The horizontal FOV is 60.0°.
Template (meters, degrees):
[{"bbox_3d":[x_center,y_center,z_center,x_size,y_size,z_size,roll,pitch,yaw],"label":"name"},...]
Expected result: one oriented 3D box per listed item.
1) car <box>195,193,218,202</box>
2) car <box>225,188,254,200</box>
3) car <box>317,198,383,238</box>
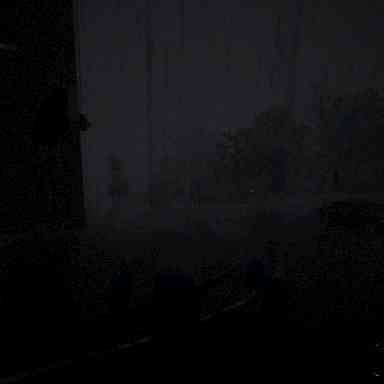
[{"bbox_3d":[2.175,0.808,51.495,1.994,1.385,4.181,-4,-2,-33],"label":"car"},{"bbox_3d":[7.069,0.285,49.880,1.837,1.490,4.892,-4,-2,-40],"label":"car"},{"bbox_3d":[7.793,1.067,15.303,1.837,1.490,4.892,-4,3,-15],"label":"car"}]
